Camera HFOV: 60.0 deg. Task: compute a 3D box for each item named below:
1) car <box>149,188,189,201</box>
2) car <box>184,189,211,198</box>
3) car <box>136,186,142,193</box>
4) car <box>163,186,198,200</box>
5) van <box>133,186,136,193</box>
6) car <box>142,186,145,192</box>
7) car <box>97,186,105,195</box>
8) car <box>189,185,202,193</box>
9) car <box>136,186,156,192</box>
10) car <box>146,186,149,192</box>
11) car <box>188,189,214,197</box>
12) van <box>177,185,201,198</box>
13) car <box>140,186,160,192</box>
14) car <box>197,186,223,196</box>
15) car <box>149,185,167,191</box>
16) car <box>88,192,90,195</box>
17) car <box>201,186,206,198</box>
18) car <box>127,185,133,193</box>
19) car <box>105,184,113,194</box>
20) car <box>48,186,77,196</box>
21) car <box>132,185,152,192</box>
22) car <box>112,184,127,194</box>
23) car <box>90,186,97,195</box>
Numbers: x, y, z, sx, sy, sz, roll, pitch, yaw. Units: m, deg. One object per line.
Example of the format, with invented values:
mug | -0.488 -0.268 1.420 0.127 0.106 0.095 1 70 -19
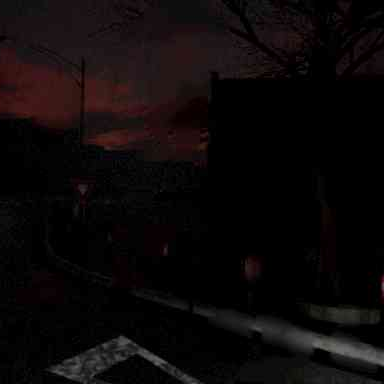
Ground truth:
car | -3.405 0.610 49.644 4.792 1.488 2.163 2 1 16
car | 1.135 0.249 65.695 5.008 1.535 2.097 2 2 16
car | -15.581 -0.598 80.733 5.008 1.535 2.097 2 2 16
car | -1.872 0.364 54.855 4.553 1.767 2.185 2 2 16
van | -16.202 -0.759 78.039 4.442 1.987 1.878 2 2 16
car | -14.858 -0.784 83.390 4.553 1.767 2.185 2 2 16
car | -20.010 -0.360 64.790 4.553 1.767 2.185 2 2 16
car | 0.979 -0.827 93.550 2.150 2.045 5.566 2 2 16
car | -12.592 -0.829 91.346 4.892 1.521 2.231 2 2 16
car | -14.114 -0.842 86.044 4.553 1.767 2.185 2 2 16
car | 1.865 0.190 68.246 4.892 1.521 2.231 2 2 16
van | -1.225 0.205 57.692 4.442 1.987 1.878 2 2 16
car | -11.848 -0.885 94.001 4.892 1.521 2.231 2 2 16
car | 4.128 -0.254 76.392 5.566 2.045 2.435 2 2 16
car | -6.121 -0.248 67.938 2.150 2.045 5.566 2 2 16
car | -21.537 -0.126 59.496 5.008 1.535 2.097 2 1 16
car | 0.386 0.191 62.886 4.553 1.767 2.185 2 2 16
car | -16.886 -0.473 75.373 5.366 1.575 1.946 2 2 16
car | -19.304 -0.291 67.463 4.892 1.521 2.231 2 2 16
car | -22.244 -0.201 56.823 4.553 1.767 2.185 2 2 16
car | -13.309 -0.898 88.682 4.553 1.767 2.185 2 2 16
car | -17.830 -0.667 72.769 5.566 2.045 2.435 2 2 16
car | -20.786 -0.140 62.148 4.674 1.452 2.002 2 2 16
